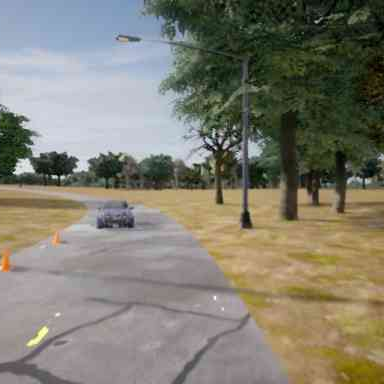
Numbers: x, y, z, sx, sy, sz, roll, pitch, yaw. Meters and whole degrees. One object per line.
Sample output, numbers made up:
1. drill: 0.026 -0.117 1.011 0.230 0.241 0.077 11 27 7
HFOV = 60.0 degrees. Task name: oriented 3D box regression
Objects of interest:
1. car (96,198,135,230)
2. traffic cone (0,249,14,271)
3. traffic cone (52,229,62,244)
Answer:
1. car: -4.714 1.271 20.703 2.097 1.767 4.553 0 1 -12
2. traffic cone: -5.378 1.953 9.628 0.340 0.580 0.340 0 0 -5
3. traffic cone: -5.881 1.928 14.499 0.340 0.580 0.340 0 0 -7
